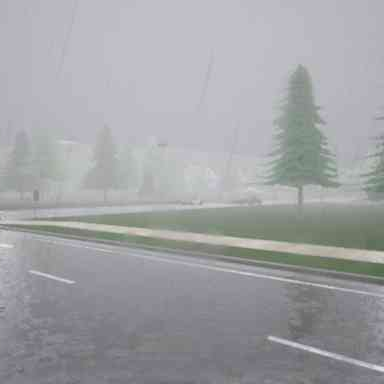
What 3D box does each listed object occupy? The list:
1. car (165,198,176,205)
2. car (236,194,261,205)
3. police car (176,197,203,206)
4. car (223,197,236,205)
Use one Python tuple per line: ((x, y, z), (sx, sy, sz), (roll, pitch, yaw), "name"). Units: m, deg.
((-2.897, 1.768, 62.119), (1.895, 1.301, 4.718), (0, 0, 38), "car")
((11.076, 1.441, 63.051), (2.150, 2.045, 5.566), (0, 0, 38), "car")
((-0.080, 1.675, 59.972), (2.038, 1.542, 4.974), (0, 0, 37), "police car")
((7.790, 1.703, 64.527), (2.128, 1.511, 4.902), (0, 0, 38), "car")
